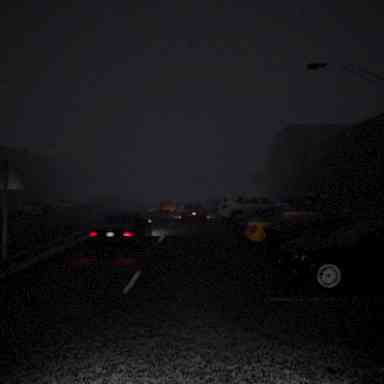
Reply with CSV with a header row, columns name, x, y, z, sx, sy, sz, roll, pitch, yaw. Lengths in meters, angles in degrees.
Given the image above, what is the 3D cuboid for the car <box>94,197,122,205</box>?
name,x,y,z,sx,sy,sz,roll,pitch,yaw
car,-15.540,1.646,61.676,4.674,1.452,2.002,0,0,0

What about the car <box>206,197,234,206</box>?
name,x,y,z,sx,sy,sz,roll,pitch,yaw
car,4.829,1.619,58.460,4.792,1.488,2.163,0,0,0

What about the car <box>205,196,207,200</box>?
name,x,y,z,sx,sy,sz,roll,pitch,yaw
car,4.821,1.539,47.219,5.008,1.535,2.097,0,0,0

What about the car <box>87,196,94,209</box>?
name,x,y,z,sx,sy,sz,roll,pitch,yaw
car,-15.531,1.544,42.376,4.792,1.488,2.163,0,0,0

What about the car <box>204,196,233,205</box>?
name,x,y,z,sx,sy,sz,roll,pitch,yaw
car,5.060,1.615,63.893,5.366,1.575,1.946,0,0,0

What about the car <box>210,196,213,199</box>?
name,x,y,z,sx,sy,sz,roll,pitch,yaw
car,4.832,1.541,39.007,4.792,1.488,2.163,0,0,0

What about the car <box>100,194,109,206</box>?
name,x,y,z,sx,sy,sz,roll,pitch,yaw
car,-15.521,1.421,50.649,4.553,1.767,2.185,0,0,0

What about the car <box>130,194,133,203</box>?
name,x,y,z,sx,sy,sz,roll,pitch,yaw
car,-15.529,1.658,69.949,5.008,1.535,2.097,0,0,0

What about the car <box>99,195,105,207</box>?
name,x,y,z,sx,sy,sz,roll,pitch,yaw
car,-15.585,1.564,47.891,4.792,1.488,2.163,0,0,0

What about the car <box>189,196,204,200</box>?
name,x,y,z,sx,sy,sz,roll,pitch,yaw
car,0.204,1.608,42.945,1.994,1.385,4.181,0,0,0

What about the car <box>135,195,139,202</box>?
name,x,y,z,sx,sy,sz,roll,pitch,yaw
car,-15.344,1.701,75.461,5.366,1.575,1.946,0,0,0

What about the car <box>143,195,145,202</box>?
name,x,y,z,sx,sy,sz,roll,pitch,yaw
car,-15.493,1.570,83.726,5.566,2.045,2.435,0,-1,0

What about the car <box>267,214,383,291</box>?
name,x,y,z,sx,sy,sz,roll,pitch,yaw
car,4.720,1.480,8.437,5.008,1.535,2.097,0,0,0

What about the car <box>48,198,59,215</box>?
name,x,y,z,sx,sy,sz,roll,pitch,yaw
car,-15.594,1.519,31.343,4.792,1.488,2.163,0,0,0

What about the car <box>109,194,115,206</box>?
name,x,y,z,sx,sy,sz,roll,pitch,yaw
car,-15.545,1.559,53.405,5.008,1.535,2.097,0,0,0

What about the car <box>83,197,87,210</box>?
name,x,y,z,sx,sy,sz,roll,pitch,yaw
car,-15.534,1.536,39.620,4.792,1.488,2.163,0,0,0

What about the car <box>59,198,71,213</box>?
name,x,y,z,sx,sy,sz,roll,pitch,yaw
car,-15.753,1.490,34.100,5.366,1.575,1.946,0,0,0

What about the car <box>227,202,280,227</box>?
name,x,y,z,sx,sy,sz,roll,pitch,yaw
car,4.718,1.509,19.428,4.792,1.488,2.163,0,0,0

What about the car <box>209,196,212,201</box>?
name,x,y,z,sx,sy,sz,roll,pitch,yaw
car,4.808,1.560,41.786,4.674,1.452,2.002,0,0,0

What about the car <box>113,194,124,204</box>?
name,x,y,z,sx,sy,sz,roll,pitch,yaw
car,-15.573,1.338,58.921,5.566,2.045,2.435,0,0,0

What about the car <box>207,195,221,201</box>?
name,x,y,z,sx,sy,sz,roll,pitch,yaw
car,4.824,1.530,44.440,4.892,1.521,2.231,0,0,0

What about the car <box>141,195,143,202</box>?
name,x,y,z,sx,sy,sz,roll,pitch,yaw
car,-15.495,1.523,80.973,5.566,2.045,2.435,0,-1,0

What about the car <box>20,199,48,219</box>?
name,x,y,z,sx,sy,sz,roll,pitch,yaw
car,-15.748,1.482,28.585,5.366,1.575,1.946,0,0,0

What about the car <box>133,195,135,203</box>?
name,x,y,z,sx,sy,sz,roll,pitch,yaw
car,-15.529,1.720,72.703,4.674,1.452,2.002,0,0,0

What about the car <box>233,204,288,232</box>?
name,x,y,z,sx,sy,sz,roll,pitch,yaw
car,4.709,1.509,16.650,4.792,1.488,2.163,0,0,0

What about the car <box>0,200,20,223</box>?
name,x,y,z,sx,sy,sz,roll,pitch,yaw
car,-15.529,1.232,23.073,5.566,2.045,2.435,0,0,0

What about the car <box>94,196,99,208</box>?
name,x,y,z,sx,sy,sz,roll,pitch,yaw
car,-15.556,1.564,45.097,4.674,1.452,2.002,0,0,0

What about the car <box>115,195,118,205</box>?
name,x,y,z,sx,sy,sz,roll,pitch,yaw
car,-15.518,1.603,56.161,4.792,1.488,2.163,0,0,0

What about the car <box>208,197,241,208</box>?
name,x,y,z,sx,sy,sz,roll,pitch,yaw
car,4.864,1.580,50.124,4.792,1.488,2.163,0,0,0

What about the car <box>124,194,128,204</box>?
name,x,y,z,sx,sy,sz,roll,pitch,yaw
car,-15.569,1.653,64.434,4.792,1.488,2.163,0,0,0

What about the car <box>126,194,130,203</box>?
name,x,y,z,sx,sy,sz,roll,pitch,yaw
car,-15.568,1.515,67.192,4.553,1.767,2.185,0,0,0

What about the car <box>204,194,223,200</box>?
name,x,y,z,sx,sy,sz,roll,pitch,yaw
car,4.836,1.564,52.902,4.892,1.521,2.231,0,0,0

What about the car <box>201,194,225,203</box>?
name,x,y,z,sx,sy,sz,roll,pitch,yaw
car,4.886,1.472,77.908,5.566,2.045,2.435,0,-1,0

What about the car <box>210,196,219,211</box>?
name,x,y,z,sx,sy,sz,roll,pitch,yaw
car,4.802,1.506,36.227,4.892,1.521,2.231,0,0,0

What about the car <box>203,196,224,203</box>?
name,x,y,z,sx,sy,sz,roll,pitch,yaw
car,4.905,1.733,75.130,4.674,1.452,2.002,0,0,0

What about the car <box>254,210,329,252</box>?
name,x,y,z,sx,sy,sz,roll,pitch,yaw
car,4.751,1.509,11.093,4.792,1.488,2.163,0,0,0

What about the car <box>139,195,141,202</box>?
name,x,y,z,sx,sy,sz,roll,pitch,yaw
car,-15.498,1.486,78.216,5.566,2.045,2.435,0,-1,0

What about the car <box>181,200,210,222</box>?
name,x,y,z,sx,sy,sz,roll,pitch,yaw
car,0.156,1.570,26.485,1.994,1.385,4.181,0,0,0

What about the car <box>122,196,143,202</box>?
name,x,y,z,sx,sy,sz,roll,pitch,yaw
car,-15.513,1.870,86.479,5.008,1.535,2.097,0,-1,0

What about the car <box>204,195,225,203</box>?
name,x,y,z,sx,sy,sz,roll,pitch,yaw
car,4.867,1.544,72.354,4.553,1.767,2.185,0,0,0

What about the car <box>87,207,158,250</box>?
name,x,y,z,sx,sy,sz,roll,pitch,yaw
car,-2.879,1.547,14.244,2.033,1.411,5.357,0,0,0

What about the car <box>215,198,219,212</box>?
name,x,y,z,sx,sy,sz,roll,pitch,yaw
car,4.776,1.533,30.671,4.674,1.452,2.002,0,0,0

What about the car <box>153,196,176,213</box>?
name,x,y,z,sx,sy,sz,roll,pitch,yaw
car,-2.813,1.504,37.029,1.882,1.535,5.008,0,0,0

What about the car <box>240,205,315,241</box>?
name,x,y,z,sx,sy,sz,roll,pitch,yaw
car,4.916,1.476,13.870,5.366,1.575,1.946,0,0,0

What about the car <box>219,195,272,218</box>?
name,x,y,z,sx,sy,sz,roll,pitch,yaw
car,4.803,1.363,27.801,4.553,1.767,2.185,0,0,0

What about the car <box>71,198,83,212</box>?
name,x,y,z,sx,sy,sz,roll,pitch,yaw
car,-15.381,1.496,36.863,5.366,1.575,1.946,0,0,0
